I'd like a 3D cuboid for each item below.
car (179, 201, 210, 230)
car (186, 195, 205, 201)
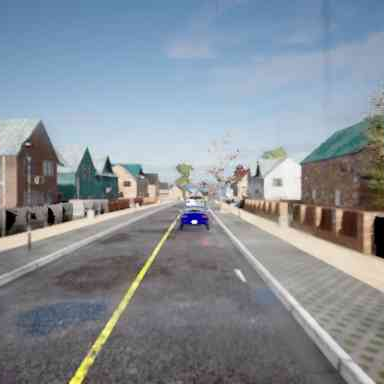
[{"bbox_3d":[0.155,1.561,21.375,1.812,1.442,4.674,0,0,0],"label":"car"},{"bbox_3d":[0.467,1.367,42.547,2.150,2.045,5.566,0,0,1],"label":"car"}]
